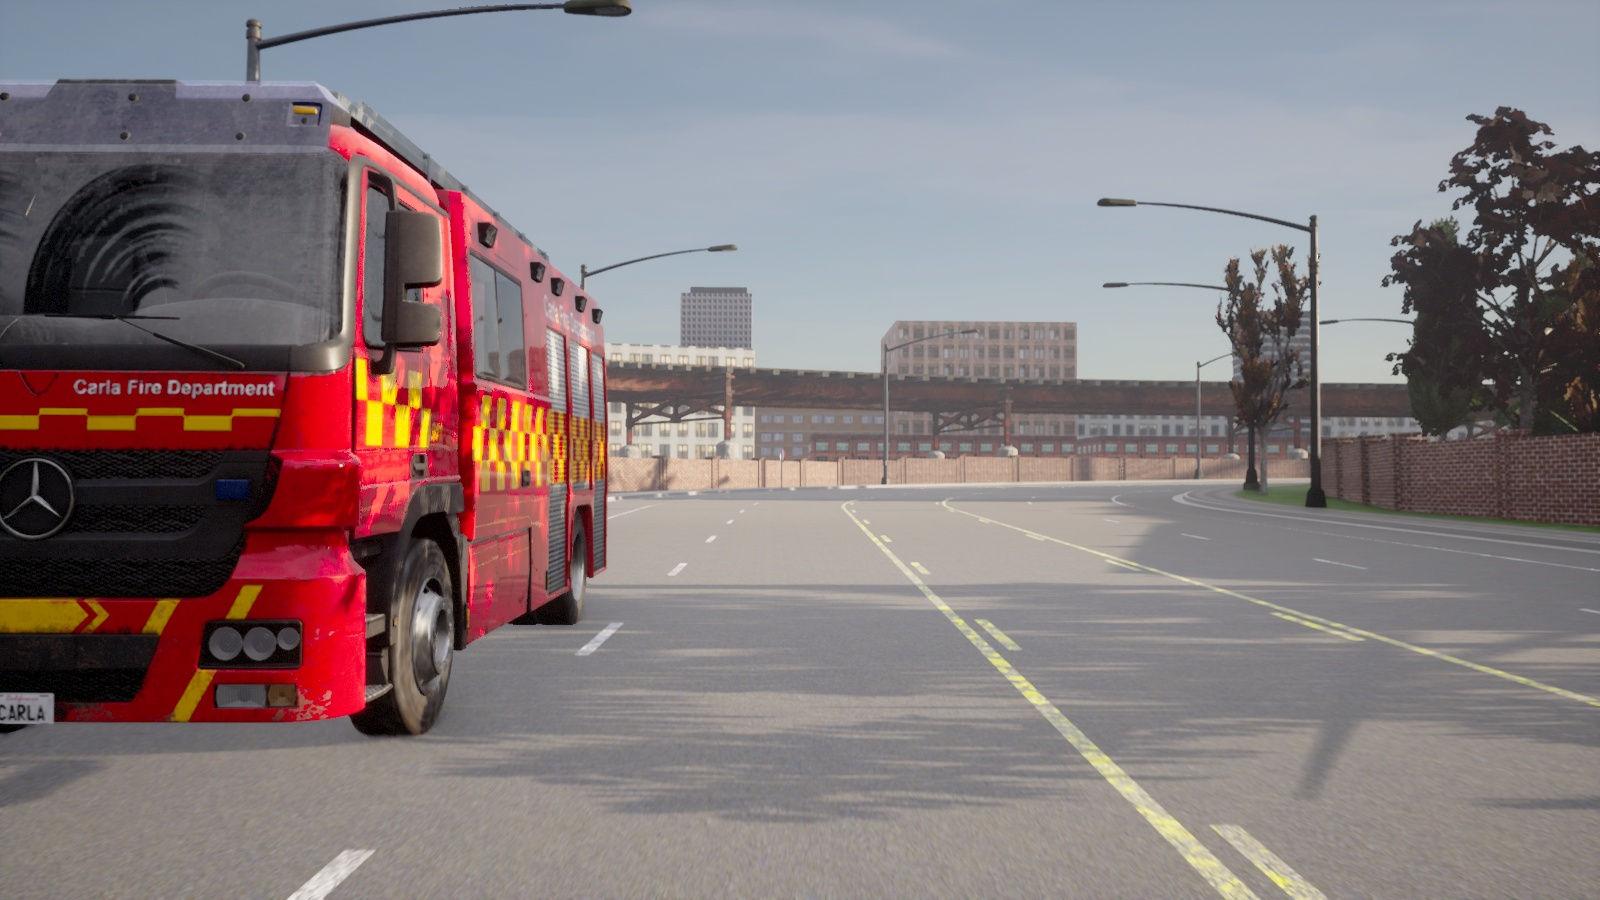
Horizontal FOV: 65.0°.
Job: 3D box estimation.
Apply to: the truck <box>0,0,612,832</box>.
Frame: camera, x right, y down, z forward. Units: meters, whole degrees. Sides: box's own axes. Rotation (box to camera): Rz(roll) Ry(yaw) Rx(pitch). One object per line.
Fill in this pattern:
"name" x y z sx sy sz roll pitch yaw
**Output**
"truck" -3.527 -0.208 9.714 2.891 3.827 8.468 0 -1 0
